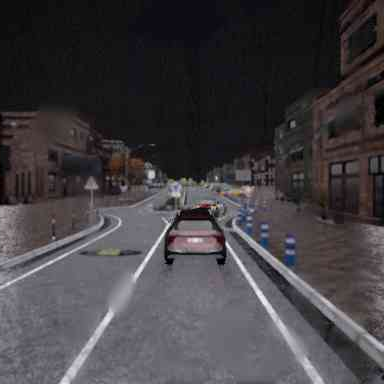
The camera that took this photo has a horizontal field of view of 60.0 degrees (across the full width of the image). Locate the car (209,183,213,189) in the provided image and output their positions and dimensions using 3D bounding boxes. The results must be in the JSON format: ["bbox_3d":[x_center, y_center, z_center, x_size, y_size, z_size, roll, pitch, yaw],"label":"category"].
[{"bbox_3d":[7.914,-0.936,89.155,5.008,1.535,2.097,0,2,-1],"label":"car"}]

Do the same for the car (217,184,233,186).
[{"bbox_3d":[8.103,-0.315,69.873,4.553,1.767,2.185,0,2,-1],"label":"car"}]

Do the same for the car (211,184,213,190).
[{"bbox_3d":[7.980,-0.740,83.647,4.892,1.521,2.231,0,2,-1],"label":"car"}]

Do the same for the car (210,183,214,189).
[{"bbox_3d":[7.911,-0.811,86.402,4.792,1.488,2.163,0,2,-1],"label":"car"}]

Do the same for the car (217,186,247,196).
[{"bbox_3d":[8.013,0.053,64.369,5.366,1.575,1.946,0,3,-1],"label":"car"}]

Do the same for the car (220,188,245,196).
[{"bbox_3d":[8.170,-0.029,67.128,4.674,1.452,2.002,0,2,-1],"label":"car"}]

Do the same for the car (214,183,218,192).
[{"bbox_3d":[8.131,-0.558,72.621,5.566,2.045,2.435,0,2,-1],"label":"car"}]

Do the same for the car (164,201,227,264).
[{"bbox_3d":[0.096,1.400,11.817,2.033,1.649,4.856,0,1,0],"label":"car"}]

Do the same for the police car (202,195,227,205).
[{"bbox_3d":[1.645,1.310,27.966,2.038,1.542,4.974,0,1,16],"label":"police car"}]
